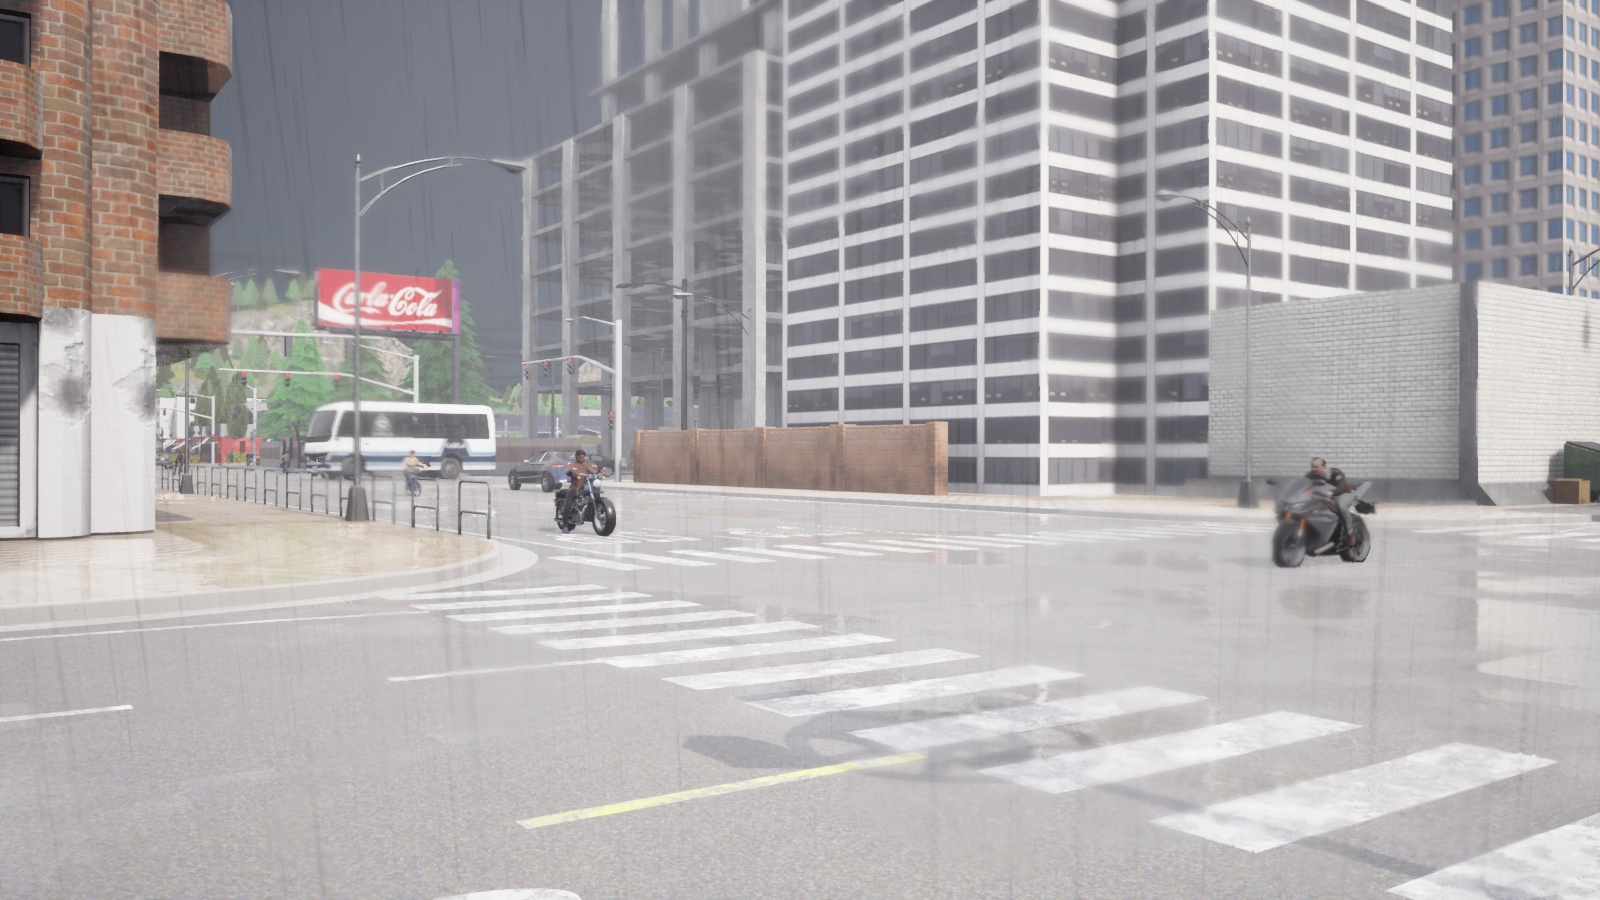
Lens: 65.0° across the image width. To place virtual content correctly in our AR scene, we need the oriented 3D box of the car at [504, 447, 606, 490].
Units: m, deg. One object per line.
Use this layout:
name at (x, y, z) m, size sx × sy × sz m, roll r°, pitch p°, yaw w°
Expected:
car at (-9.902, 0.723, 50.491) m, size 2.152 × 1.651 × 5.027 m, roll 0°, pitch 0°, yaw -35°

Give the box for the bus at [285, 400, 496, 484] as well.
bus at (-22.271, -0.361, 68.797) m, size 10.273 × 4.253 × 3.944 m, roll 0°, pitch -1°, yaw -45°

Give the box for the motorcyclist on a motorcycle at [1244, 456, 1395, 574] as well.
motorcyclist on a motorcycle at (7.159, 0.848, 17.258) m, size 2.191 × 1.530 × 0.866 m, roll 0°, pitch 0°, yaw -35°

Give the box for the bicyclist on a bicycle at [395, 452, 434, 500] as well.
bicyclist on a bicycle at (-13.215, 0.870, 43.033) m, size 0.866 × 1.612 × 1.509 m, roll 0°, pitch 0°, yaw -35°

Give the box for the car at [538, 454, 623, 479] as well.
car at (-13.926, 1.003, 79.919) m, size 5.008 × 1.535 × 1.882 m, roll 0°, pitch 0°, yaw -35°

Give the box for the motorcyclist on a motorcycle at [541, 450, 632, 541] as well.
motorcyclist on a motorcycle at (-4.087, 0.818, 23.884) m, size 0.766 × 1.649 × 2.350 m, roll 0°, pitch 0°, yaw -35°
